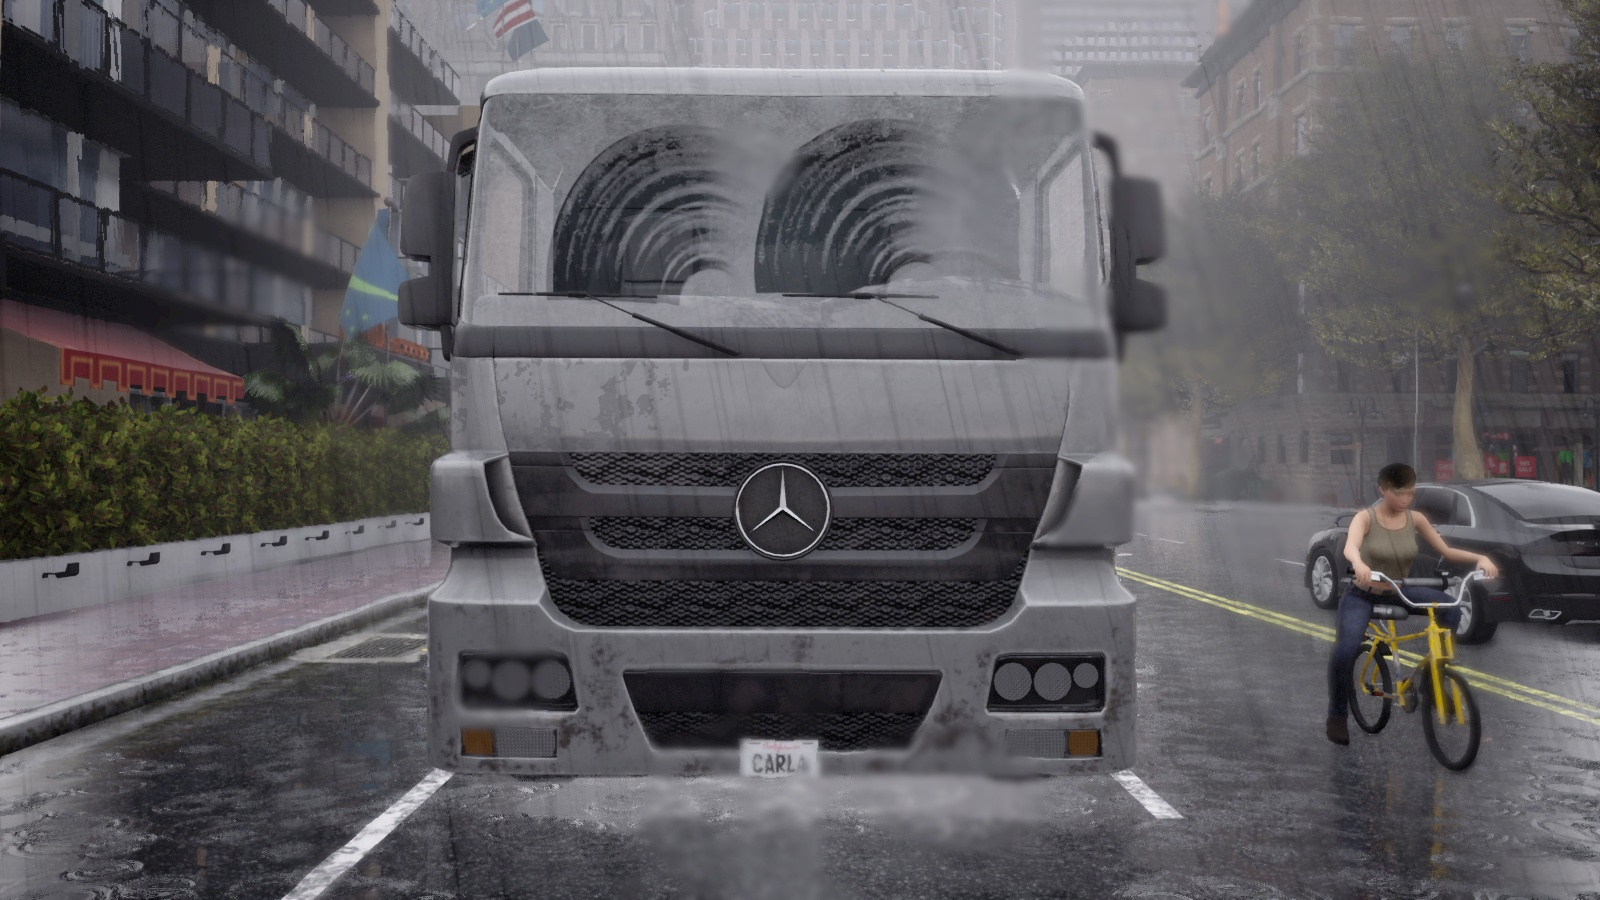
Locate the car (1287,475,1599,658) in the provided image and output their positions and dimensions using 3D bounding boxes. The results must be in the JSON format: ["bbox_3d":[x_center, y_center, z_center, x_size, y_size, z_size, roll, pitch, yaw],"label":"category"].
[{"bbox_3d":[6.867,1.007,12.815,1.837,1.490,4.892,0,-1,-1],"label":"car"}]

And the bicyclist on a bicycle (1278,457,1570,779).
[{"bbox_3d":[3.422,0.856,7.063,0.866,1.612,1.509,0,-1,0],"label":"bicyclist on a bicycle"}]

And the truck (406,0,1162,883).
[{"bbox_3d":[-0.100,-0.020,8.798,2.891,3.462,7.936,0,-1,-1],"label":"truck"}]
